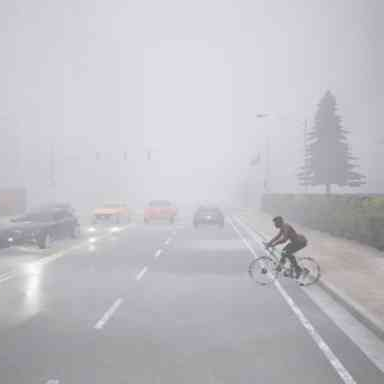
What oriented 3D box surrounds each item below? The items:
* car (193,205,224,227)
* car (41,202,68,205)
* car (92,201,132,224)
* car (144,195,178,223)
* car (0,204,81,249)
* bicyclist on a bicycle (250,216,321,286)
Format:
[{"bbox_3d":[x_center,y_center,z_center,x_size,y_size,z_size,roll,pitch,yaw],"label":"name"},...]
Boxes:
[{"bbox_3d":[1.142,1.549,22.864,1.994,1.385,4.181,0,0,3],"label":"car"},{"bbox_3d":[-9.529,1.489,22.765,1.837,1.490,4.892,0,0,3],"label":"car"},{"bbox_3d":[-5.879,1.461,24.883,1.882,1.535,5.008,0,0,3],"label":"car"},{"bbox_3d":[-2.255,1.335,25.235,2.097,1.767,4.553,0,0,3],"label":"car"},{"bbox_3d":[-6.467,1.496,14.517,1.837,1.490,4.892,0,0,3],"label":"car"},{"bbox_3d":[2.172,1.398,7.771,1.656,1.620,0.582,0,0,3],"label":"bicyclist on a bicycle"}]
